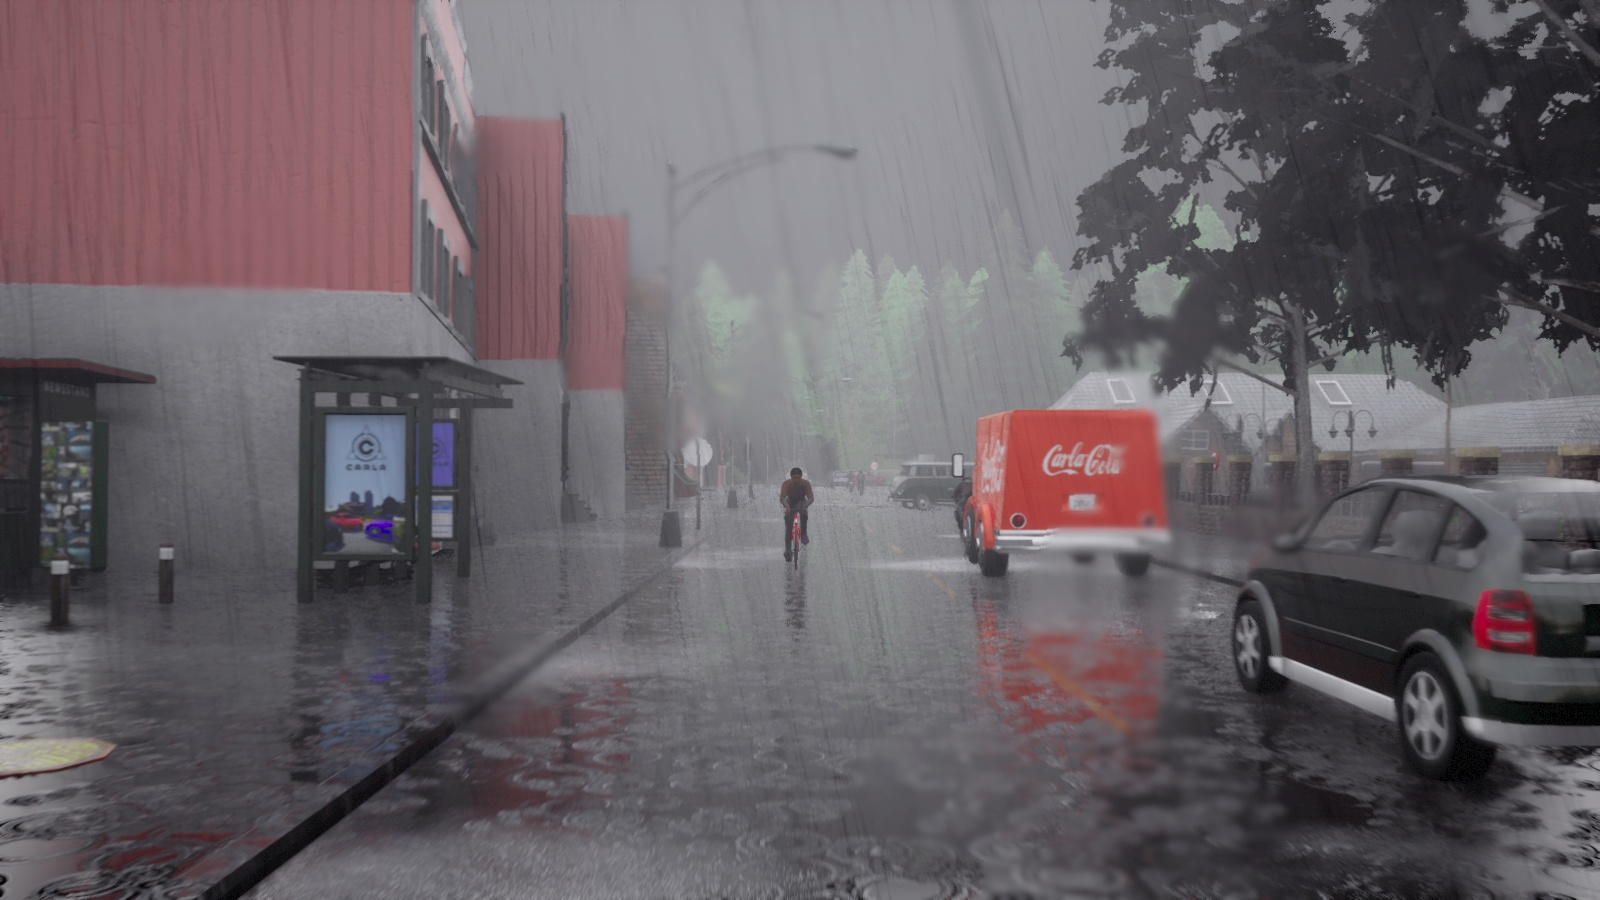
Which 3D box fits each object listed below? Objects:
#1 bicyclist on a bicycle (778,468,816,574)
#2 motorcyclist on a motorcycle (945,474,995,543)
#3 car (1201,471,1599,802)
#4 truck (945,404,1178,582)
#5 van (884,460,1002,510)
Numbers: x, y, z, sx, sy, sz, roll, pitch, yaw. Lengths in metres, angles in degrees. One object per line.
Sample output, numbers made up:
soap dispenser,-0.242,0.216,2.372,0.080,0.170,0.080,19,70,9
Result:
bicyclist on a bicycle,-0.052,1.107,20.193,0.582,1.620,1.656,0,-1,0
motorcyclist on a motorcycle,3.927,1.323,29.126,0.866,1.530,2.191,0,-1,0
car,3.981,0.908,7.769,1.789,1.549,3.705,0,-1,0
truck,3.950,0.648,20.153,2.627,2.467,5.204,0,-1,0
van,5.874,1.410,51.622,4.442,1.987,1.775,0,-1,-16
